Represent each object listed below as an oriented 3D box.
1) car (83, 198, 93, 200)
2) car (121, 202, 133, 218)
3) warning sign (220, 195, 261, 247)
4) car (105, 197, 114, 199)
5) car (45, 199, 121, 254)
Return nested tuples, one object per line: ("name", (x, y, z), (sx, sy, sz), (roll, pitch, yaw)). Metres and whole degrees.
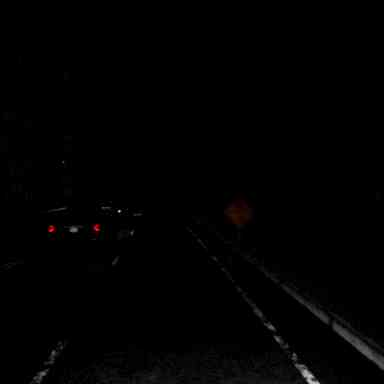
("car", (-16.224, 1.663, 51.758), (1.994, 1.385, 4.181), (-1, 0, -8))
("car", (-6.332, 1.580, 29.729), (1.994, 1.385, 4.181), (-1, 0, -8))
("warning sign", (1.812, 1.060, 12.677), (1.300, 1.860, 1.060), (-1, 0, -6))
("car", (-12.997, 1.578, 52.143), (1.812, 1.442, 4.674), (-1, 0, -8))
("car", (-4.414, 1.379, 13.919), (2.097, 1.767, 4.553), (-1, 0, -6))
